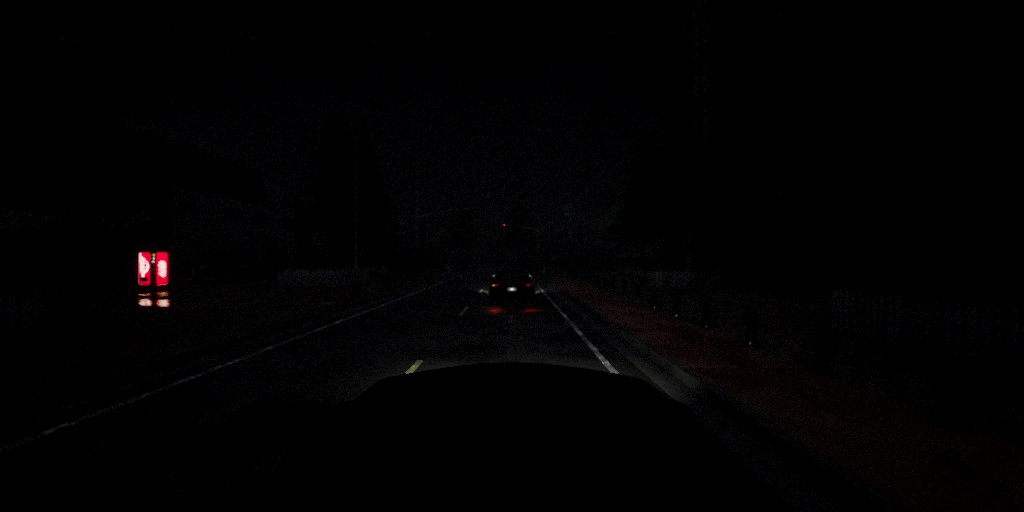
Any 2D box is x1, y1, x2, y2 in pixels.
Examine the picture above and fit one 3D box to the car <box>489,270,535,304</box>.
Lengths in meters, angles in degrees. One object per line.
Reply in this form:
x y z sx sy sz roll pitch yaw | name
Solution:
0.000 1.321 16.500 1.994 1.385 4.181 0 0 0 | car
